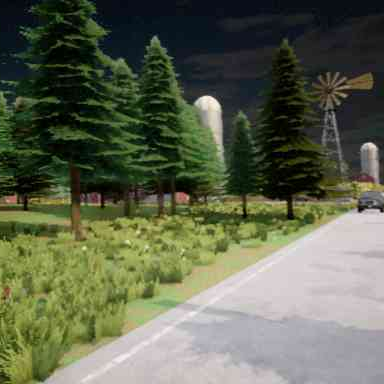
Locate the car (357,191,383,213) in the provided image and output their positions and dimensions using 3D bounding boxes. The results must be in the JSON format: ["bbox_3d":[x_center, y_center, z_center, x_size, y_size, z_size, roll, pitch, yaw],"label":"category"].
[{"bbox_3d":[17.465,0.927,32.437,2.150,2.045,5.566,-2,-1,31],"label":"car"}]

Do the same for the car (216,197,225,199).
[{"bbox_3d":[5.860,1.840,73.114,1.851,1.617,3.988,-2,-1,31],"label":"car"}]

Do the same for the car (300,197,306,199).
[{"bbox_3d":[21.443,1.104,66.333,1.905,1.878,3.866,-2,-1,0],"label":"car"}]
